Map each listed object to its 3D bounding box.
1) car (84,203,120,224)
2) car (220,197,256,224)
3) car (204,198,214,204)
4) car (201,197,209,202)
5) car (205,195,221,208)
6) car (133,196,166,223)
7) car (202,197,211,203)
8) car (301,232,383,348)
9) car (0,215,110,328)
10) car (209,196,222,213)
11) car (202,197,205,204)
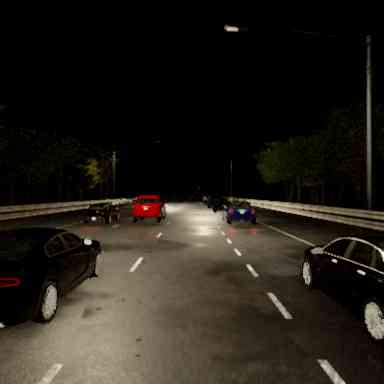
[{"bbox_3d":[-6.907,1.617,25.830,1.837,1.490,4.892,0,0,0],"label":"car"},{"bbox_3d":[3.588,1.466,25.810,2.097,1.767,4.553,0,0,0],"label":"car"},{"bbox_3d":[3.589,1.919,72.486,1.994,1.385,4.181,0,0,0],"label":"car"},{"bbox_3d":[3.682,2.018,94.485,2.033,1.411,5.357,0,0,0],"label":"car"},{"bbox_3d":[3.515,1.460,50.542,2.150,2.045,5.566,0,0,0],"label":"car"},{"bbox_3d":[-3.408,1.341,27.243,2.150,2.045,5.566,0,0,0],"label":"car"},{"bbox_3d":[3.636,1.906,83.486,2.128,1.511,4.902,0,0,0],"label":"car"},{"bbox_3d":[3.599,1.532,6.308,1.837,1.490,4.892,0,0,0],"label":"car"},{"bbox_3d":[-3.403,1.508,7.218,1.882,1.535,5.008,0,0,0],"label":"car"},{"bbox_3d":[3.497,1.612,39.525,2.033,1.649,4.856,0,0,0],"label":"car"},{"bbox_3d":[3.546,1.789,61.498,2.128,1.511,4.902,0,0,0],"label":"car"}]
